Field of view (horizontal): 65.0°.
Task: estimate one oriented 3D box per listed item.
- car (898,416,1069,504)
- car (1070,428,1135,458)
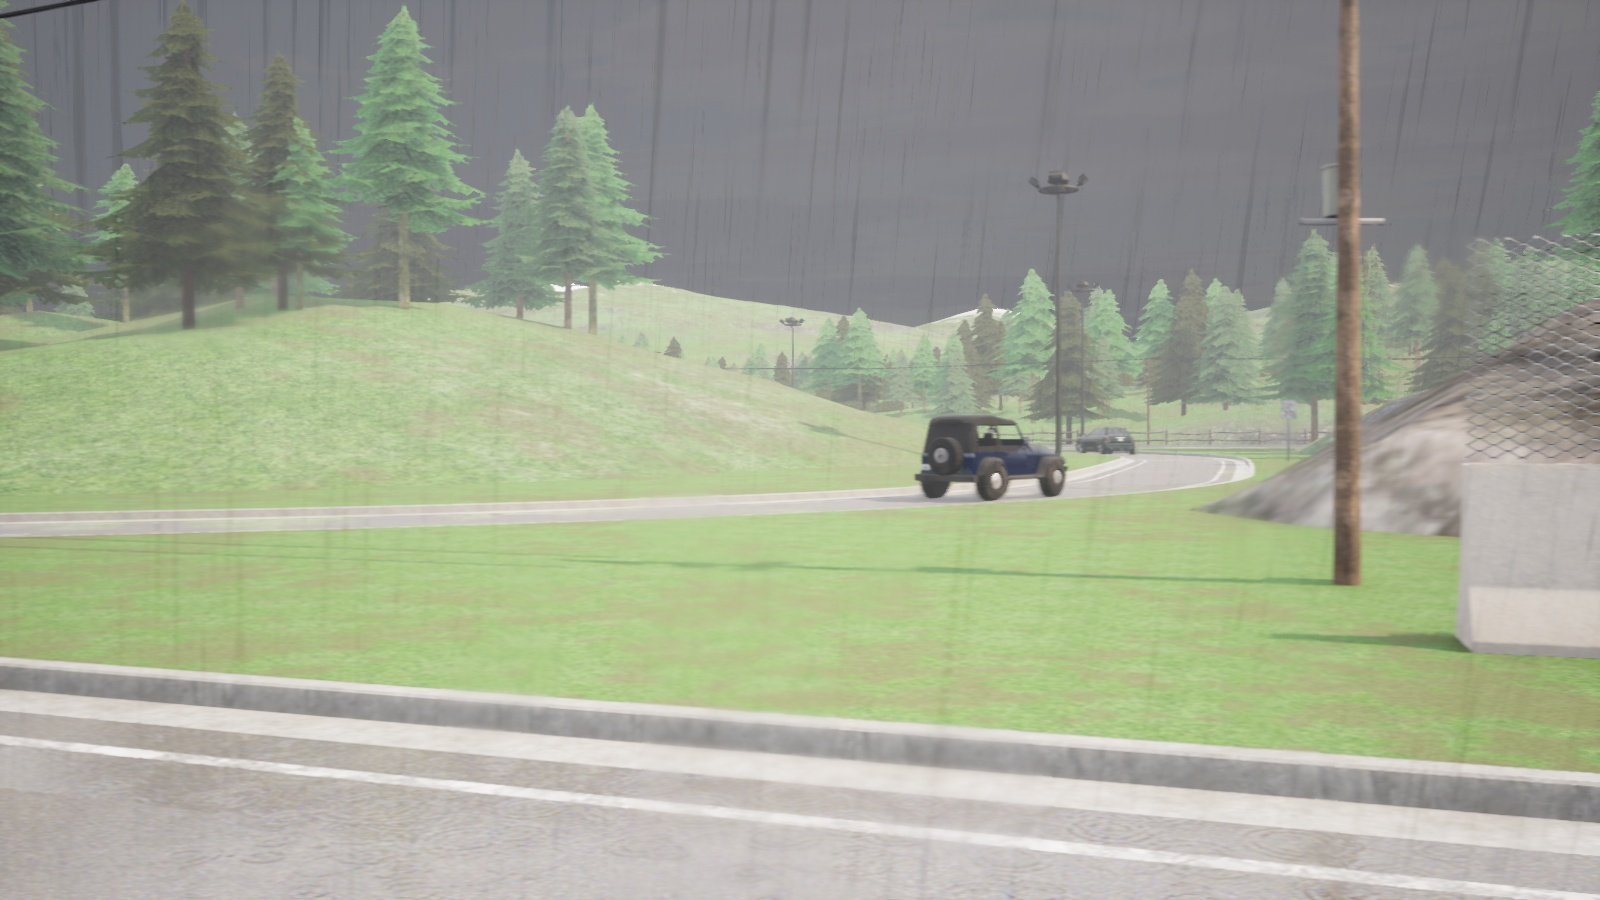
[{"bbox_3d":[4.249,0.178,28.753,3.866,1.878,1.905,-1,1,-44],"label":"car"},{"bbox_3d":[18.357,-0.470,76.424,2.097,1.767,4.553,0,1,-11],"label":"car"}]
